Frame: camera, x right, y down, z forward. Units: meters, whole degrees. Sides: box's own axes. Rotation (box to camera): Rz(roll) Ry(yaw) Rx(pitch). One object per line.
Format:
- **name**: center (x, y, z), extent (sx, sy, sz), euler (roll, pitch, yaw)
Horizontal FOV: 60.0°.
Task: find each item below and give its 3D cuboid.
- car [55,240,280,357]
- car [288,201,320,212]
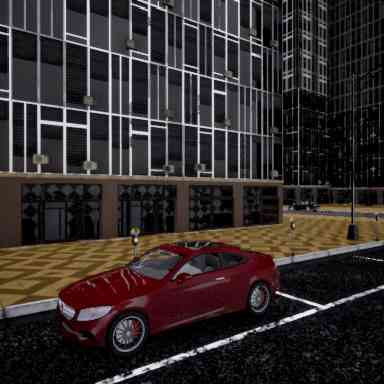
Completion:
- **car**: center (-0.186, 1.582, 5.969), extent (4.206, 1.307, 1.802), euler (0, 0, -36)
- **car**: center (15.183, 1.899, 45.317), extent (2.008, 1.369, 4.403), euler (-1, 0, -36)
